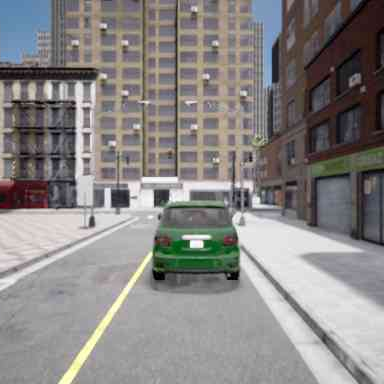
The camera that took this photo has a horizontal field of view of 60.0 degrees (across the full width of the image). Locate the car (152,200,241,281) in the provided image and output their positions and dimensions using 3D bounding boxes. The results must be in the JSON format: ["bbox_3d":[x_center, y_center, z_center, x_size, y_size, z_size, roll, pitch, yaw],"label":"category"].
[{"bbox_3d":[0.100,1.236,9.985,2.150,2.045,5.566,0,0,0],"label":"car"}]

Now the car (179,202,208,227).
[{"bbox_3d":[0.071,1.530,23.780,1.837,1.490,4.892,0,0,-1],"label":"car"}]
